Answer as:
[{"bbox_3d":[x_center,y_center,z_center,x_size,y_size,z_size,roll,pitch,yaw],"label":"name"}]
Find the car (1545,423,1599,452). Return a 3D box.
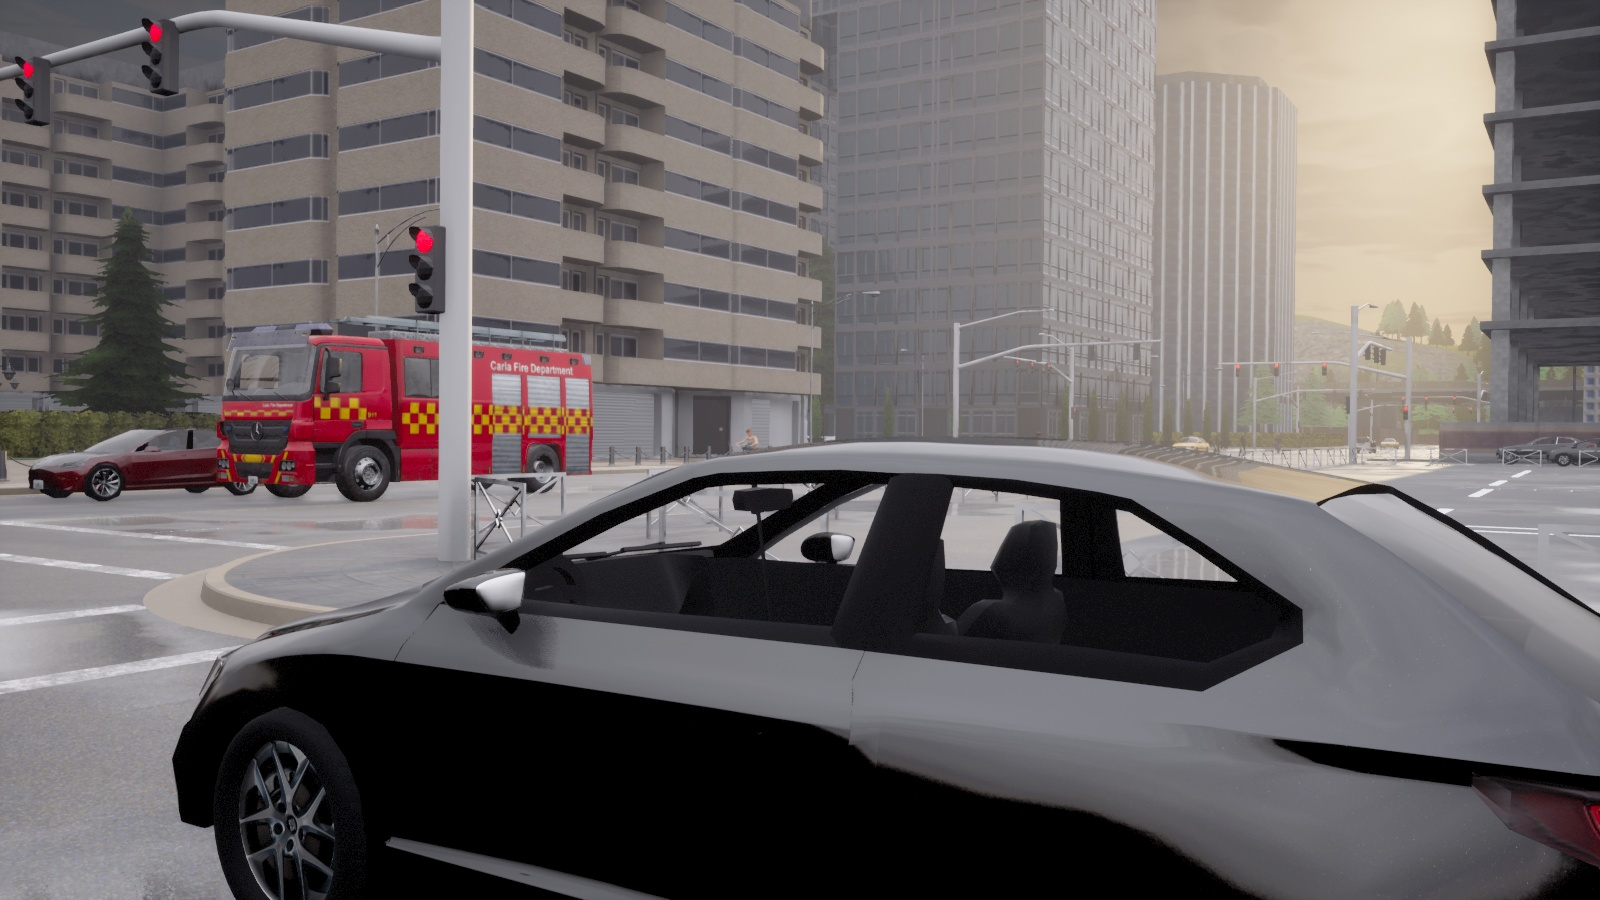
[{"bbox_3d":[42.050,-0.664,66.379,4.514,1.525,2.007,0,1,32],"label":"car"}]

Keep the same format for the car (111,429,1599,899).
[{"bbox_3d":[0.098,0.696,3.550,4.193,1.474,1.816,0,1,33],"label":"car"}]

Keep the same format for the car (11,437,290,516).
[{"bbox_3d":[-13.616,0.491,26.643,2.163,1.488,4.792,0,1,32],"label":"car"}]

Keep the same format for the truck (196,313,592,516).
[{"bbox_3d":[-8.614,-0.738,28.003,2.891,3.827,8.468,0,1,32],"label":"truck"}]

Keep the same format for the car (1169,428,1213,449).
[{"bbox_3d":[29.585,-0.894,94.940,1.801,1.575,5.366,0,1,32],"label":"car"}]

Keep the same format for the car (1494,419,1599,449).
[{"bbox_3d":[41.957,-0.889,70.566,5.027,1.651,2.152,0,1,32],"label":"car"}]
